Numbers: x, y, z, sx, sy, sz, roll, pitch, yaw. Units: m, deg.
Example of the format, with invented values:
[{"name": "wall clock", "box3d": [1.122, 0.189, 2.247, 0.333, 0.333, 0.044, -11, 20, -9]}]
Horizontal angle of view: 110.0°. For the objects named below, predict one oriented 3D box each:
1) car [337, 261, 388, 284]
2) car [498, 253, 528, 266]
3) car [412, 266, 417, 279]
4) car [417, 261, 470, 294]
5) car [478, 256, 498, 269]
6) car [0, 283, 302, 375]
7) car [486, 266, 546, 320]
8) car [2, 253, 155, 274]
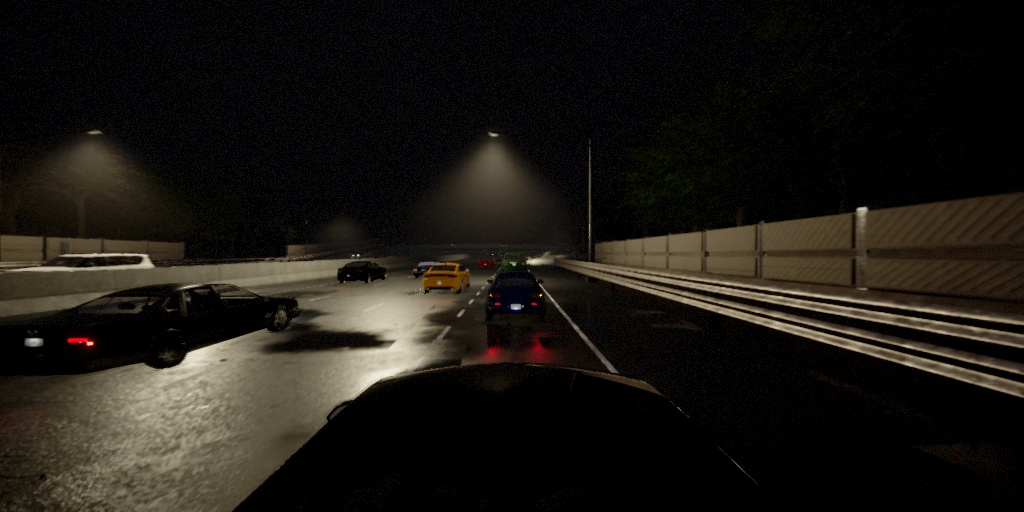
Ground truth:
[{"name": "car", "box3d": [-10.340, 1.076, 25.147, 1.882, 1.535, 5.008, 0, 1, 0]}, {"name": "car", "box3d": [0.205, 0.770, 31.017, 2.150, 2.045, 5.566, 0, 1, 1]}, {"name": "car", "box3d": [-6.816, 1.105, 29.974, 2.033, 1.411, 5.357, 0, 0, 0]}, {"name": "car", "box3d": [-3.465, 1.125, 19.630, 1.882, 1.535, 5.008, 0, 0, 0]}, {"name": "car", "box3d": [-3.293, 0.890, 46.905, 1.882, 1.535, 5.008, 0, 0, 0]}, {"name": "car", "box3d": [-6.896, 1.282, 7.685, 2.033, 1.411, 5.357, 0, 0, 0]}, {"name": "car", "box3d": [0.115, 1.234, 12.337, 1.812, 1.442, 4.674, 0, 0, 0]}, {"name": "car", "box3d": [-21.071, 0.884, 17.783, 2.150, 2.045, 5.566, 0, 0, 0]}]
